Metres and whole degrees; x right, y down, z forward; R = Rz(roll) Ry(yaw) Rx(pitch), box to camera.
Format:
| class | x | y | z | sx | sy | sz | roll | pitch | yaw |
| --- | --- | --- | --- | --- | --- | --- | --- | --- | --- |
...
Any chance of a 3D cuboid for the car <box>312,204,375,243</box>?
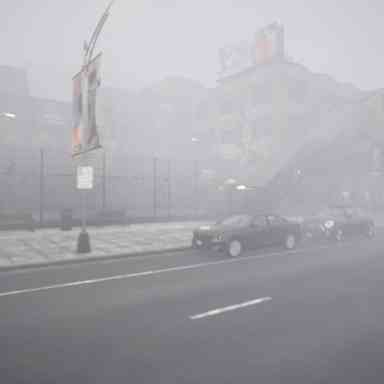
| class | x | y | z | sx | sy | sz | roll | pitch | yaw |
| --- | --- | --- | --- | --- | --- | --- | --- | --- | --- |
| car | 7.439 | 1.503 | 17.211 | 4.553 | 1.767 | 2.185 | 1 | 0 | -36 |

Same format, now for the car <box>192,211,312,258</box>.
| class | x | y | z | sx | sy | sz | roll | pitch | yaw |
| --- | --- | --- | --- | --- | --- | --- | --- | --- | --- |
| car | 2.289 | 1.568 | 13.366 | 5.008 | 1.535 | 2.097 | 1 | 0 | -36 |
